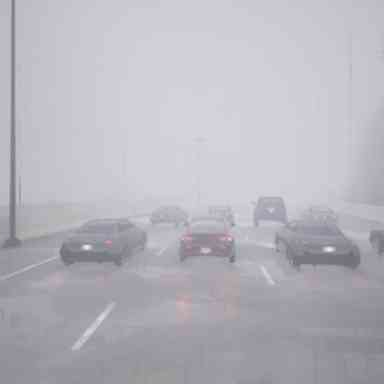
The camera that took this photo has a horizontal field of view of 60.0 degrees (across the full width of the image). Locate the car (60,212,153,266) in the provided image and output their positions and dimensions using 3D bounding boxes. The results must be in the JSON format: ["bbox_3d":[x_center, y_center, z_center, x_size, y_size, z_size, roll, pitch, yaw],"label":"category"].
[{"bbox_3d":[-2.920,1.602,11.805,1.994,1.385,4.181,0,0,5],"label":"car"}]

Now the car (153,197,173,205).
[{"bbox_3d":[-5.563,1.707,64.106,1.837,1.490,4.892,0,0,21],"label":"car"}]

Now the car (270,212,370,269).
[{"bbox_3d":[4.070,1.601,11.419,1.994,1.385,4.181,0,0,5],"label":"car"}]

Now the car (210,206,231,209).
[{"bbox_3d":[2.185,1.681,25.103,1.895,1.301,4.718,0,0,10],"label":"car"}]

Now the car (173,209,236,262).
[{"bbox_3d":[0.627,1.565,12.188,1.812,1.442,4.674,0,0,5],"label":"car"}]

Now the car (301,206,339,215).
[{"bbox_3d":[9.121,1.679,24.153,1.895,1.301,4.718,0,0,10],"label":"car"}]

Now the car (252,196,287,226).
[{"bbox_3d":[5.565,1.301,24.147,2.150,2.045,5.566,0,0,10],"label":"car"}]

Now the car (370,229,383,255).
[{"bbox_3d":[7.501,1.636,10.582,1.895,1.301,4.718,0,0,5],"label":"car"}]

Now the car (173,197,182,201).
[{"bbox_3d":[-2.522,1.692,62.249,2.128,1.511,4.902,0,0,21],"label":"car"}]

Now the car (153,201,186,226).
[{"bbox_3d":[-1.546,1.625,24.093,2.033,1.411,5.357,0,0,10],"label":"car"}]
